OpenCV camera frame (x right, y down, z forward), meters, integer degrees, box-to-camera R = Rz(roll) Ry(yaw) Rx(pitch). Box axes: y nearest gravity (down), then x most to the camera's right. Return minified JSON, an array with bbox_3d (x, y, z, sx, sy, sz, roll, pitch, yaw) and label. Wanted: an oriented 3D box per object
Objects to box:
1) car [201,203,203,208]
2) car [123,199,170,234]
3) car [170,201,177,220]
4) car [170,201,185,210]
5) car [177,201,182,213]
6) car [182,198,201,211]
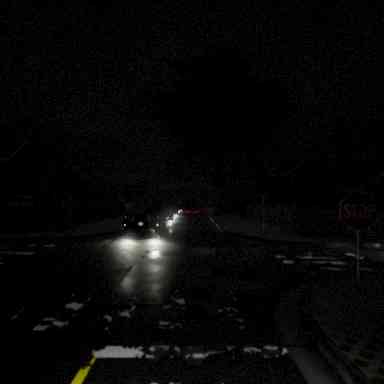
[{"bbox_3d":[0.890,2.628,66.639,1.994,1.385,4.181,0,-1,13],"label":"car"},{"bbox_3d":[-2.856,1.462,21.266,2.150,2.045,5.566,0,-1,0],"label":"car"},{"bbox_3d":[-2.859,1.930,33.854,1.882,1.535,5.008,0,-1,0],"label":"car"},{"bbox_3d":[-2.572,2.469,60.738,2.128,1.511,4.902,0,-1,4],"label":"car"},{"bbox_3d":[-2.841,2.141,44.940,2.128,1.511,4.902,0,-1,0],"label":"car"},{"bbox_3d":[-0.010,2.071,56.081,2.150,2.045,5.566,0,-1,1],"label":"car"}]
